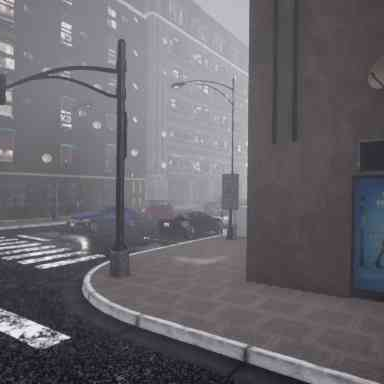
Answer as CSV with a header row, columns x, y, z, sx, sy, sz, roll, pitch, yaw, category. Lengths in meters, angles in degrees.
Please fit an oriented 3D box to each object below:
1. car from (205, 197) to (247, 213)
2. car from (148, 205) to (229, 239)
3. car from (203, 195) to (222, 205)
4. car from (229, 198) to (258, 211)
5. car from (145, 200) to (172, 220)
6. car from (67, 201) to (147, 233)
x,y,z,sx,sy,sz,roll,pitch,yaw,category
3.504,1.470,32.155,1.812,1.442,4.674,1,1,35,car
-0.029,1.599,17.700,1.947,1.339,4.313,1,1,35,car
3.155,1.224,35.946,2.192,1.841,5.009,1,1,35,car
6.362,1.483,40.522,1.802,1.307,4.206,1,1,35,car
-3.267,1.362,26.799,1.967,1.590,4.097,1,1,35,car
-5.128,1.488,19.848,1.812,1.442,4.674,1,1,35,car
